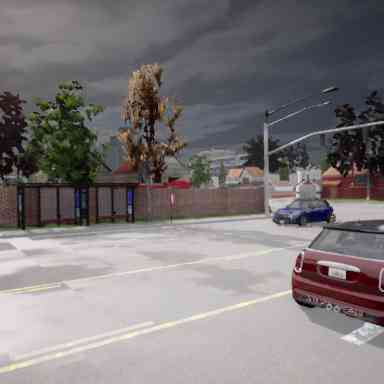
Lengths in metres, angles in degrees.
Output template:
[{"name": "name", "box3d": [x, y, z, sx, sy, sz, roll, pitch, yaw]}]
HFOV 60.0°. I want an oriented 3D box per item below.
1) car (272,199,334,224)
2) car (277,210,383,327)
[{"name": "car", "box3d": [7.468, 1.277, 22.173, 4.553, 1.767, 2.097, -1, 0, -35]}, {"name": "car", "box3d": [4.105, 1.340, 6.687, 4.553, 1.767, 2.097, 0, 0, -36]}]
